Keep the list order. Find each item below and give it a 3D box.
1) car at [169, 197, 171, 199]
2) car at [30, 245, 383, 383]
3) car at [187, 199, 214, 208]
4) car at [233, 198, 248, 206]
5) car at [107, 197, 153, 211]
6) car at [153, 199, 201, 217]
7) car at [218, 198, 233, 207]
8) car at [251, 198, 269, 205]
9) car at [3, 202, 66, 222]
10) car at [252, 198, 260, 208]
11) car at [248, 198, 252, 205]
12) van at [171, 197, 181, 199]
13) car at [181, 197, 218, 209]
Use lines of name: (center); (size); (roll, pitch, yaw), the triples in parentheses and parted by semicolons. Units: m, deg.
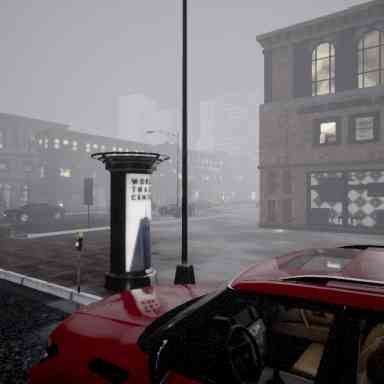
car: (-5.141, 1.674, 42.150); (1.752, 1.417, 4.829); (0, 0, 36)
car: (1.033, 1.315, 2.138); (5.009, 1.841, 2.192); (0, 0, 36)
car: (1.386, 1.756, 51.278); (2.008, 1.369, 4.403); (0, 0, 36)
car: (7.815, 1.815, 60.268); (2.008, 1.369, 4.403); (0, -1, 36)
car: (-6.478, 1.339, 35.820); (2.150, 2.045, 5.566); (0, 0, 36)
car: (-1.396, 1.669, 32.890); (1.887, 1.381, 4.507); (0, 0, 36)
car: (4.501, 1.759, 55.635); (1.752, 1.417, 4.829); (0, -1, 36)
car: (14.243, 1.876, 69.259); (2.008, 1.369, 4.403); (0, -1, 36)
car: (-12.731, 1.578, 27.114); (1.837, 1.490, 4.892); (0, 0, 34)
car: (11.417, 1.676, 50.900); (1.967, 1.590, 4.097); (0, -1, 36)
car: (11.029, 1.845, 64.763); (2.008, 1.369, 4.403); (0, -1, 36)
van: (-1.828, 1.518, 46.784); (1.690, 1.788, 3.998); (0, 0, 36)
car: (1.072, 1.676, 46.346); (2.128, 1.511, 4.902); (0, 0, 36)
